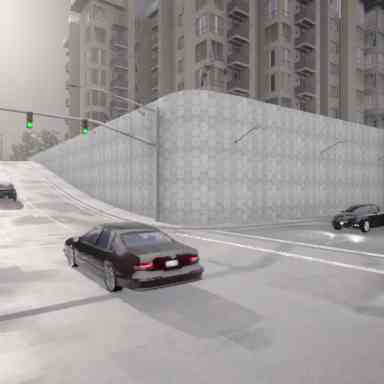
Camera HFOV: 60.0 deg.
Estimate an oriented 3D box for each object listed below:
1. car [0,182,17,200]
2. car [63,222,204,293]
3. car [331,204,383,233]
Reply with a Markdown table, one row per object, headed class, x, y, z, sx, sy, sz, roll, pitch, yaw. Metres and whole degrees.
| class | x | y | z | sx | sy | sz | roll | pitch | yaw |
| --- | --- | --- | --- | --- | --- | --- | --- | --- | --- |
| car | -17.301 | -0.173 | 30.448 | 2.128 | 1.511 | 4.902 | 0 | 9 | -36 |
| car | -1.889 | 1.548 | 9.011 | 2.033 | 1.411 | 5.357 | 0 | 0 | -36 |
| car | 10.338 | 1.504 | 19.977 | 4.892 | 1.490 | 1.837 | 0 | 0 | -36 |
